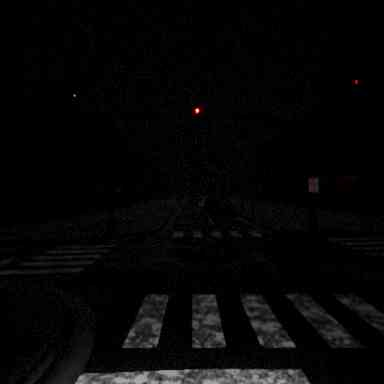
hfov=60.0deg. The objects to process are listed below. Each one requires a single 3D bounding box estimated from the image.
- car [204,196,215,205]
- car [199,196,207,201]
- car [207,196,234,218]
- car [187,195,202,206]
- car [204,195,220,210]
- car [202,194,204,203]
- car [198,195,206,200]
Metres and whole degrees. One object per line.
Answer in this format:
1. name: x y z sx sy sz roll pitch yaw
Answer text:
1. car: 3.154 1.487 61.551 1.801 1.575 5.366 0 0 0
2. car: 2.806 1.672 84.185 1.802 1.307 4.206 -1 0 0
3. car: 2.693 1.426 30.162 1.967 1.590 4.097 -1 0 0
4. car: 0.180 1.584 56.402 1.994 1.385 4.181 0 0 0
5. car: 2.703 1.305 35.564 2.192 1.841 5.009 -1 0 0
6. car: 2.714 1.311 40.966 2.192 1.841 5.009 -1 0 0
7. car: 2.827 1.567 94.990 1.967 1.590 4.097 -1 0 0
